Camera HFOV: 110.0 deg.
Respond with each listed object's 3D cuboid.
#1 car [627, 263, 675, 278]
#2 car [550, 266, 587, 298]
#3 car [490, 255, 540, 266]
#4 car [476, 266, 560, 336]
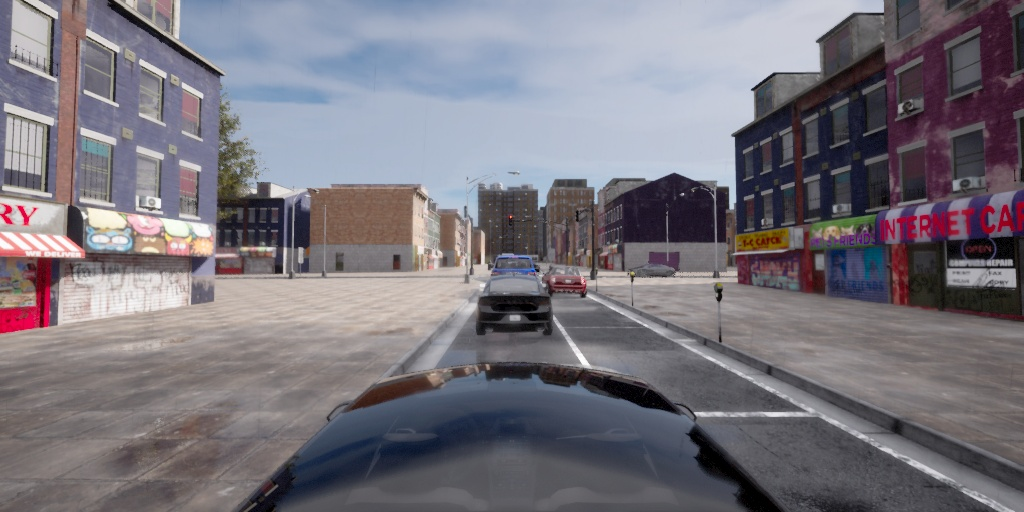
[{"bbox_3d":[12.996,1.387,33.608,4.181,1.385,1.994,0,-2,0],"label":"car"},{"bbox_3d":[2.616,1.210,18.755,1.967,1.591,4.097,0,0,0],"label":"car"},{"bbox_3d":[0.069,0.991,18.068,2.150,2.045,5.566,0,0,0],"label":"car"},{"bbox_3d":[0.036,1.235,10.490,1.882,1.535,5.008,0,0,-1],"label":"car"}]
